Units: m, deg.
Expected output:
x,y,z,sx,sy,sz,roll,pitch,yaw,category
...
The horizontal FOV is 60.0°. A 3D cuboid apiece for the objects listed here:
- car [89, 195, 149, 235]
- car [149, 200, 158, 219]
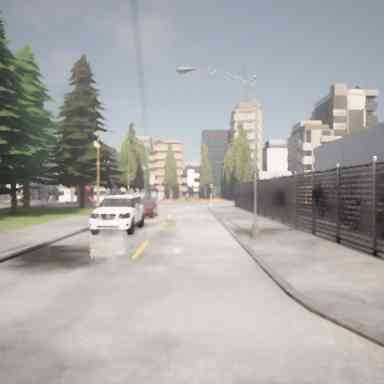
x,y,z,sx,sy,sz,roll,pitch,yaw,category
-4.077,1.187,19.011,2.150,2.045,5.566,0,0,1,car
-4.076,1.424,29.025,1.882,1.535,5.008,0,0,0,car
